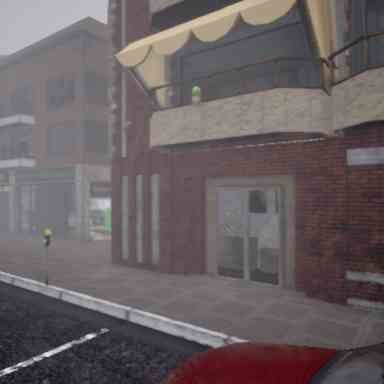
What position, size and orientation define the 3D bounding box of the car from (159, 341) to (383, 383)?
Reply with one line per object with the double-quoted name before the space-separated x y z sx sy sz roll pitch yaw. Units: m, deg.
"car" 1.575 1.581 1.815 4.206 1.307 1.802 0 0 36
